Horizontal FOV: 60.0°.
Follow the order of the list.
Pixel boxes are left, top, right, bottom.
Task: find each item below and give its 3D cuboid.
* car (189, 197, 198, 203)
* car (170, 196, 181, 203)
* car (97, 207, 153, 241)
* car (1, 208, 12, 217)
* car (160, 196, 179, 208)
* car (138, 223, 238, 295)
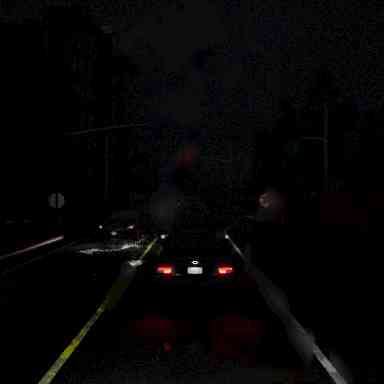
[{"bbox_3d":[0.244,1.601,69.643,1.895,1.301,4.718,0,0,0],"label":"car"},{"bbox_3d":[-3.359,1.547,68.884,2.033,1.411,5.357,0,0,0],"label":"car"},{"bbox_3d":[-3.179,1.525,16.768,1.812,1.442,4.674,0,0,5],"label":"car"},{"bbox_3d":[-16.662,1.520,25.817,4.892,1.490,1.837,0,0,-1],"label":"car"},{"bbox_3d":[-3.495,1.491,48.300,2.128,1.511,4.902,0,0,0],"label":"car"},{"bbox_3d":[0.077,1.547,8.870,2.033,1.411,5.357,0,0,0],"label":"car"}]
